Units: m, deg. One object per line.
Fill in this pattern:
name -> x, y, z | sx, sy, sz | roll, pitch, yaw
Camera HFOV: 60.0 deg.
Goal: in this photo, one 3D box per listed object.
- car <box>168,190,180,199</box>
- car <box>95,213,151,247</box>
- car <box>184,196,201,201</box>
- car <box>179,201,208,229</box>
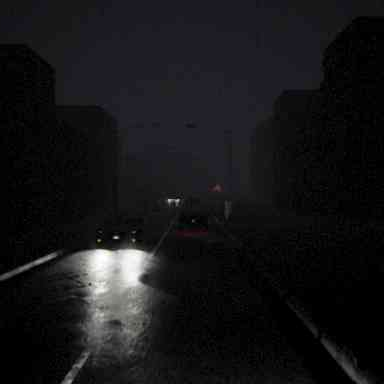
car -> -3.126, 0.445, 58.110 | 2.033, 1.411, 5.357 | 0, 3, 0
car -> -3.111, 1.703, 15.663 | 1.994, 1.385, 4.181 | 0, -1, 0
car -> 0.067, 1.297, 41.727 | 2.128, 1.511, 4.902 | 0, 3, 0
car -> 0.083, 1.669, 23.401 | 1.882, 1.535, 5.008 | 0, 0, 0
